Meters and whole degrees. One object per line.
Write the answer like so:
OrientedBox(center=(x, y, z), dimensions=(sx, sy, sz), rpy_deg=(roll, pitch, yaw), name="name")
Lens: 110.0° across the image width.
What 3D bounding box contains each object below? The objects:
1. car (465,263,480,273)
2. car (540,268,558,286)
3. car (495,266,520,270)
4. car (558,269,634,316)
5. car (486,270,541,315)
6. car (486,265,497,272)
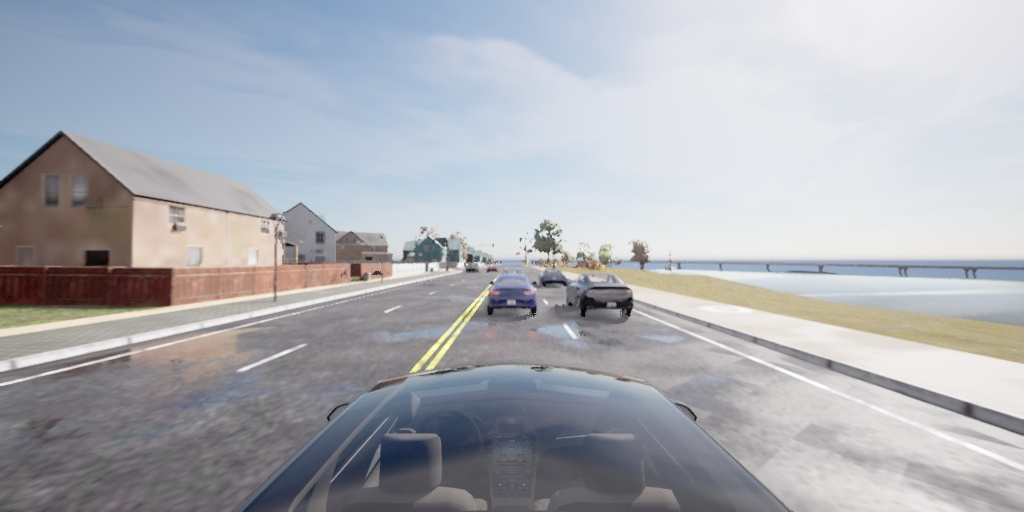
OrientedBox(center=(-6.558, 1.935, 60.192), dimensions=(2.097, 1.767, 4.553), rpy_deg=(0, -1, 1), name="car")
OrientedBox(center=(3.287, 1.700, 29.502), dimensions=(1.994, 1.385, 4.181), rpy_deg=(0, -1, 0), name="car")
OrientedBox(center=(0.011, 1.648, 27.025), dimensions=(2.033, 1.411, 5.357), rpy_deg=(0, -1, 0), name="car")
OrientedBox(center=(3.287, 1.412, 14.159), dimensions=(2.128, 1.511, 4.902), rpy_deg=(0, -1, 1), name="car")
OrientedBox(center=(0.046, 1.450, 14.465), dimensions=(1.812, 1.442, 4.674), rpy_deg=(0, -1, 1), name="car")
OrientedBox(center=(-3.302, 2.192, 60.663), dimensions=(1.895, 1.301, 4.718), rpy_deg=(0, -1, 1), name="car")
